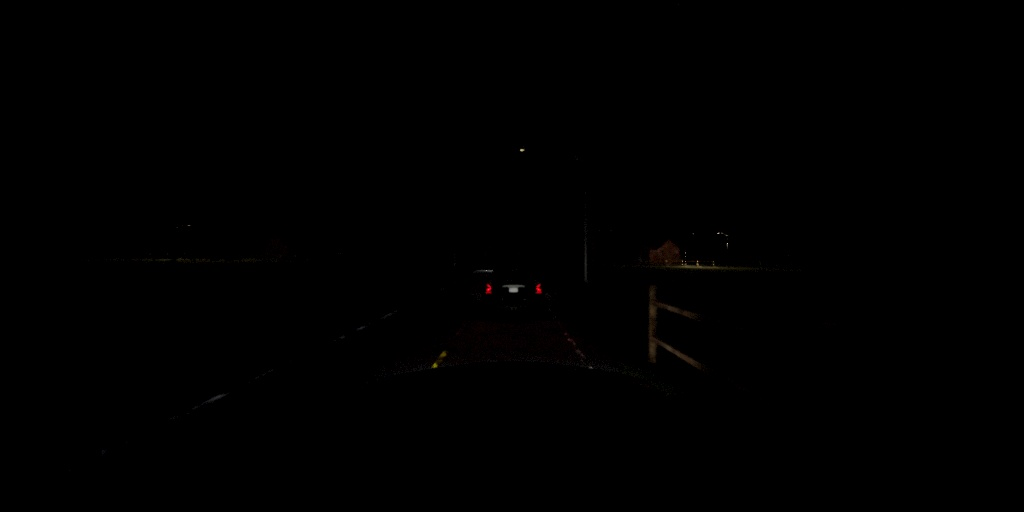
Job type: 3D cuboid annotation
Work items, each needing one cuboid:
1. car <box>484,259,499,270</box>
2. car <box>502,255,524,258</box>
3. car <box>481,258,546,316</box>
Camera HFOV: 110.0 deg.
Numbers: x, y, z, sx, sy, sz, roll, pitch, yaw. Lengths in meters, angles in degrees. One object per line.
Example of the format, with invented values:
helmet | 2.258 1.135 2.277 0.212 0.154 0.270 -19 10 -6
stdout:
car | -2.820 1.153 50.399 1.837 1.490 4.892 0 0 0
car | 0.069 0.909 28.077 2.150 2.045 5.566 0 0 1
car | 0.067 1.071 13.313 2.097 1.767 4.553 0 0 0
